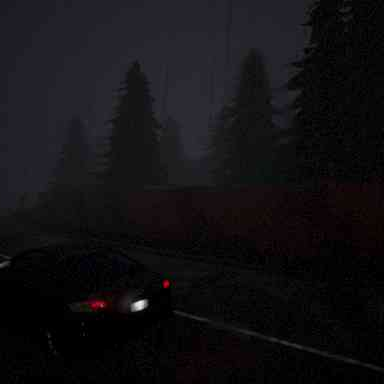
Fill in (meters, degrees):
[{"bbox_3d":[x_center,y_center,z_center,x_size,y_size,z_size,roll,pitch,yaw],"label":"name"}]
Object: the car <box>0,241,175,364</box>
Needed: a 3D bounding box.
[{"bbox_3d":[-2.310,1.612,6.042,4.181,1.385,1.994,0,0,39],"label":"car"}]
